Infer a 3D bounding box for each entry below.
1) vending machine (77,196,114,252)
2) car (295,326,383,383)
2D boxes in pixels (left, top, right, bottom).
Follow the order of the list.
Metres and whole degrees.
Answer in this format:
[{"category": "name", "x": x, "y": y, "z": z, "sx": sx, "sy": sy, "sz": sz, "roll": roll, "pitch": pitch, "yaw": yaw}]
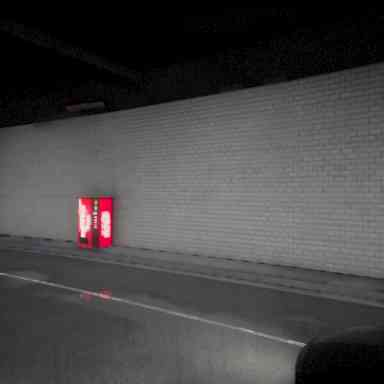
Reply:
[{"category": "vending machine", "x": -3.784, "y": 1.195, "z": 13.047, "sx": 0.880, "sy": 2.100, "sz": 1.100, "roll": 0, "pitch": 0, "yaw": 29}, {"category": "car", "x": 2.937, "y": 1.525, "z": 1.823, "sx": 4.674, "sy": 1.442, "sz": 1.812, "roll": 0, "pitch": 0, "yaw": 35}]
